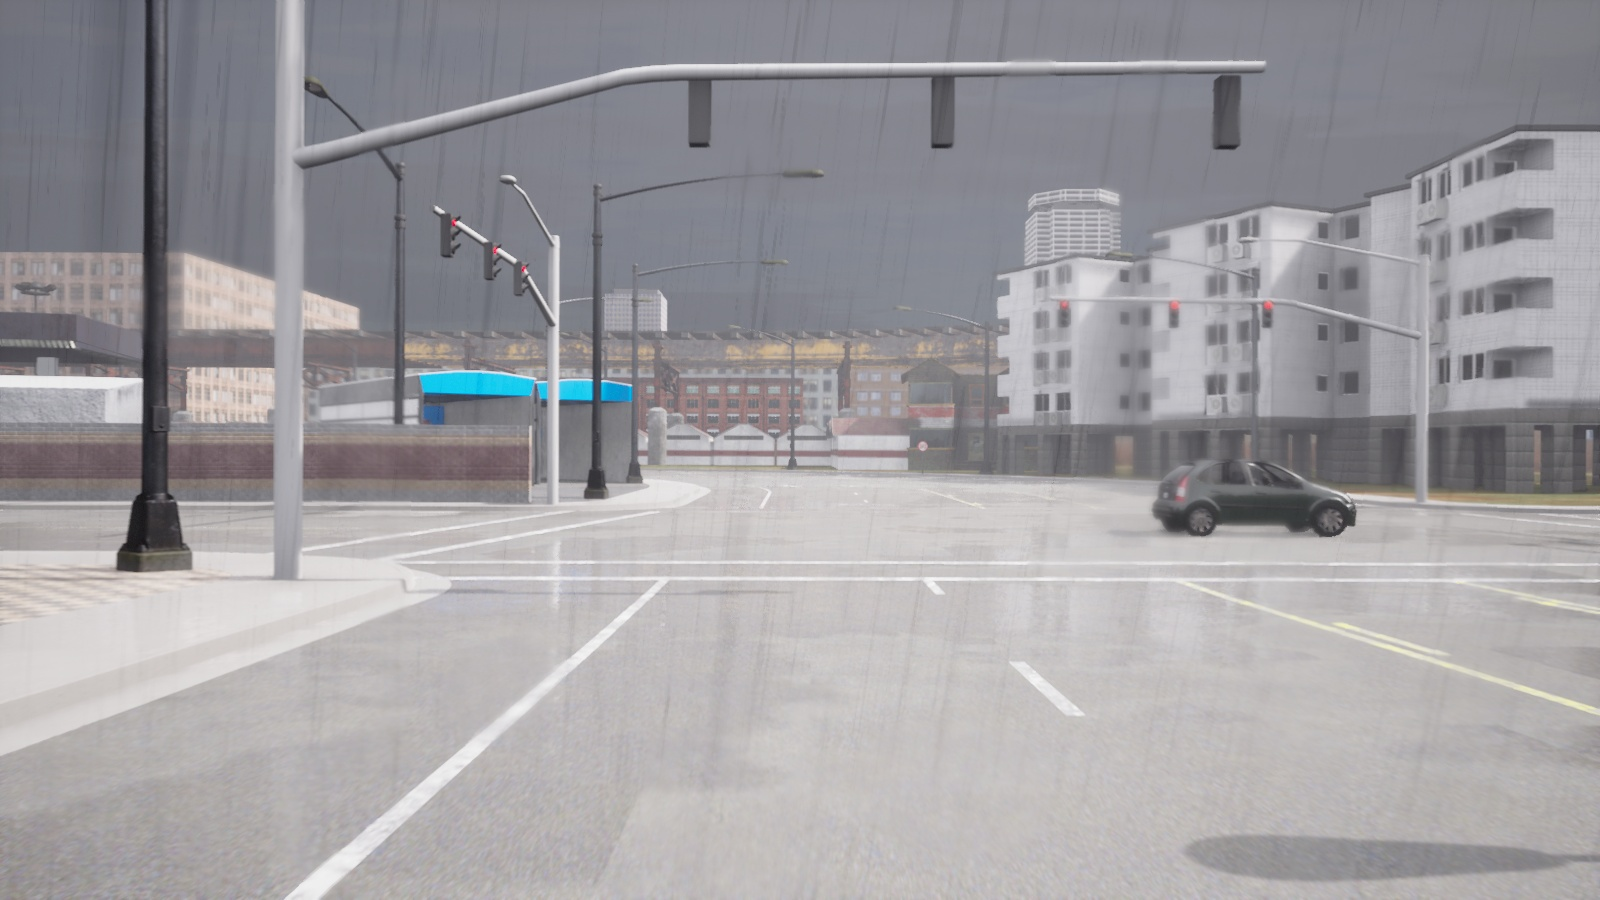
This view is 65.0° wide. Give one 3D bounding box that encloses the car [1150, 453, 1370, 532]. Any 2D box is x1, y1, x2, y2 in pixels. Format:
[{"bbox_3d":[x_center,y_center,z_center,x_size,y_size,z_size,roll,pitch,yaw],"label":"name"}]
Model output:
[{"bbox_3d":[9.722,0.874,26.744,3.988,1.617,1.851,0,0,-1],"label":"car"}]
